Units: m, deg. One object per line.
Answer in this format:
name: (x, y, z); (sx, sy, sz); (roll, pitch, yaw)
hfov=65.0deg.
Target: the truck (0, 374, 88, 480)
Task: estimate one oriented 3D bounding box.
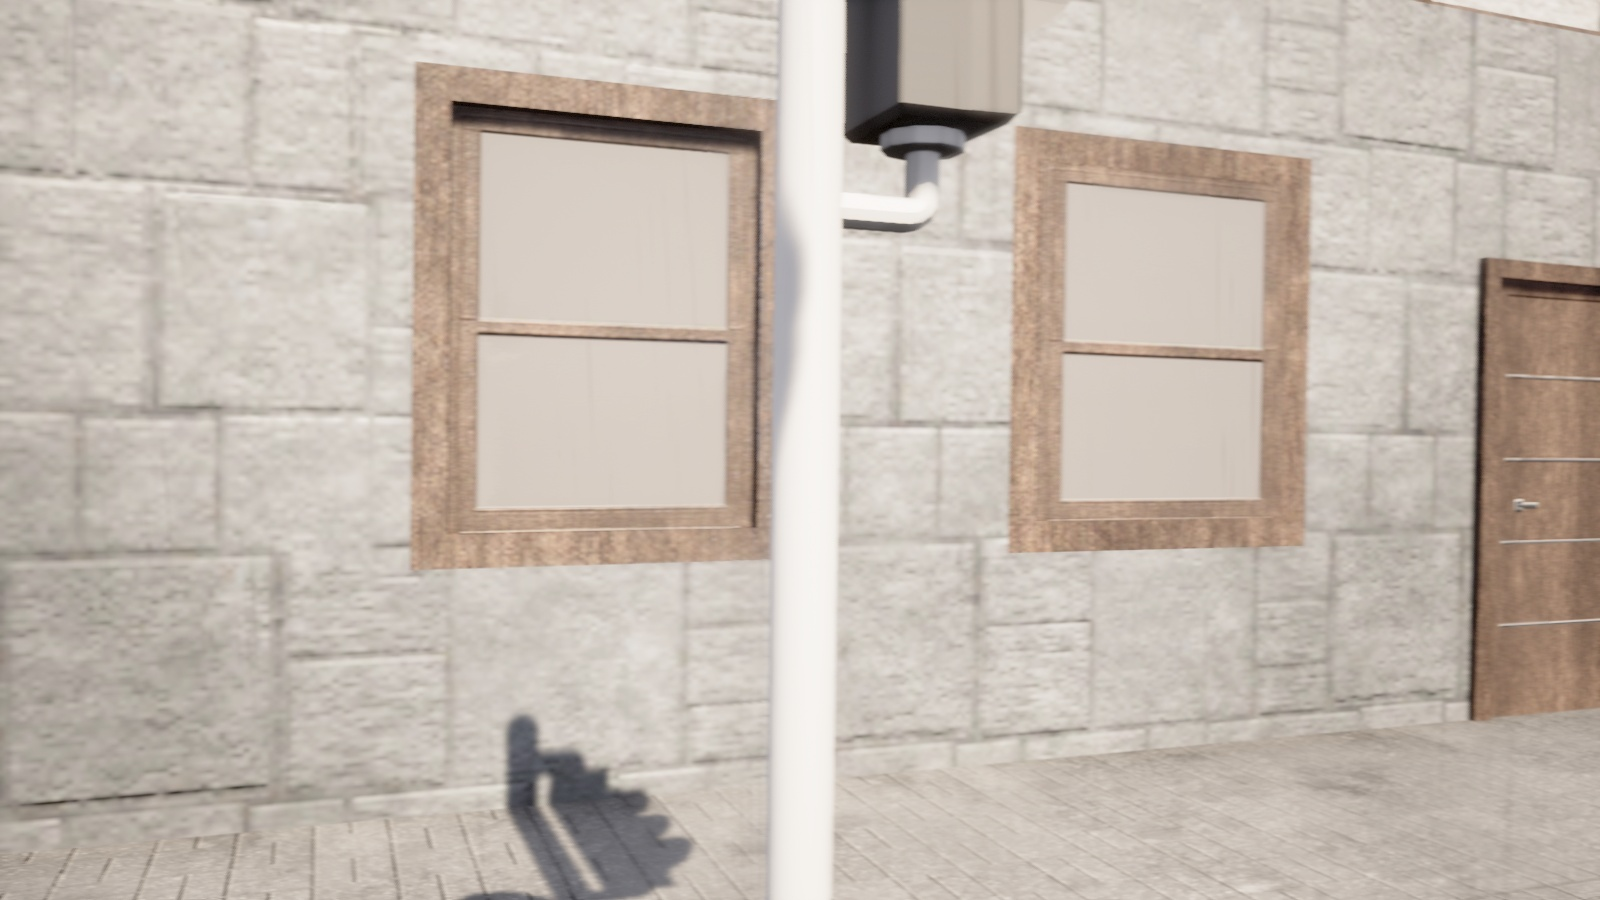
truck: (-30.408, -0.878, 49.384); (2.891, 3.827, 8.468); (-1, 1, -21)
